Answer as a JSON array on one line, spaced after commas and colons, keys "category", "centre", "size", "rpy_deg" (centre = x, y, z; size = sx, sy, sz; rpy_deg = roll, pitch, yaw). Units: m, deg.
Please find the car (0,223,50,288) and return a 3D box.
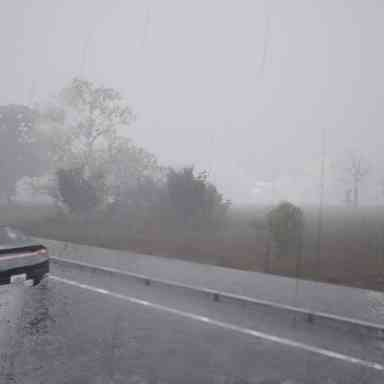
[{"category": "car", "centre": [-5.386, 1.496, 8.071], "size": [4.902, 1.511, 2.128], "rpy_deg": [0, 0, 37]}]
